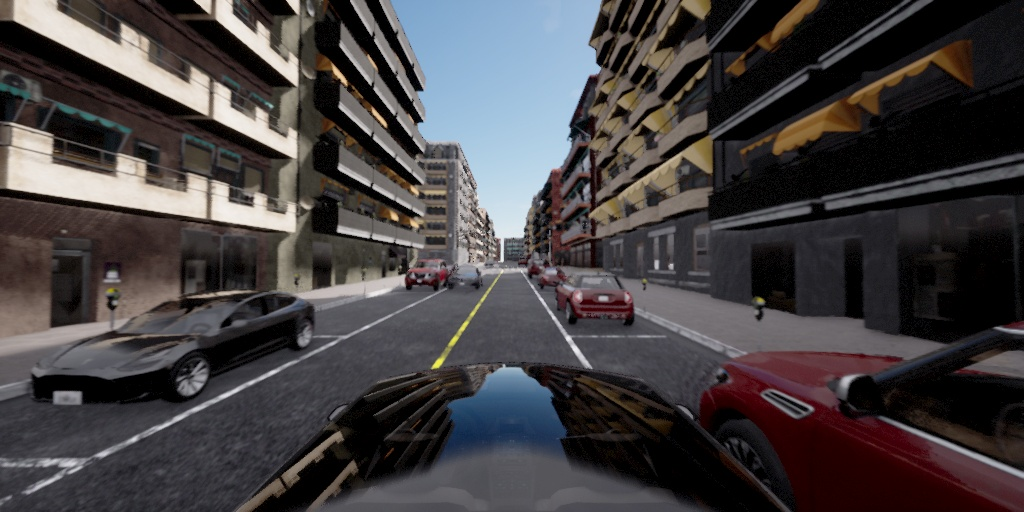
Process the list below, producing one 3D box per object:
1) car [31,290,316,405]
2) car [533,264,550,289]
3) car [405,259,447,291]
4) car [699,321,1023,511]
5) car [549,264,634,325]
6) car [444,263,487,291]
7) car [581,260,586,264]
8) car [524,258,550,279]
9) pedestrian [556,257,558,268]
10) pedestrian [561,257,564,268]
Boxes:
[{"bbox_3d":[-5.315,1.328,6.462,1.948,1.339,4.313,0,0,0],"label":"car"},{"bbox_3d":[2.531,1.399,22.997,1.802,1.307,4.207,0,0,0],"label":"car"},{"bbox_3d":[-5.317,1.132,23.050,2.192,1.841,5.009,0,0,0],"label":"car"},{"bbox_3d":[2.534,1.063,0.872,2.192,1.841,5.009,0,0,0],"label":"car"},{"bbox_3d":[2.532,1.219,11.934,1.967,1.591,4.097,0,0,0],"label":"car"},{"bbox_3d":[-2.851,1.343,22.802,1.812,1.442,4.674,0,0,0],"label":"car"},{"bbox_3d":[13.736,1.441,63.010,4.403,1.370,2.007,0,0,0],"label":"car"},{"bbox_3d":[2.529,1.179,34.059,2.192,1.841,5.009,0,0,0],"label":"car"},{"bbox_3d":[7.002,1.077,56.335,0.375,1.860,0.375,1,-1,0],"label":"pedestrian"},{"bbox_3d":[8.002,1.001,56.937,0.375,1.860,0.375,1,-1,0],"label":"pedestrian"}]
